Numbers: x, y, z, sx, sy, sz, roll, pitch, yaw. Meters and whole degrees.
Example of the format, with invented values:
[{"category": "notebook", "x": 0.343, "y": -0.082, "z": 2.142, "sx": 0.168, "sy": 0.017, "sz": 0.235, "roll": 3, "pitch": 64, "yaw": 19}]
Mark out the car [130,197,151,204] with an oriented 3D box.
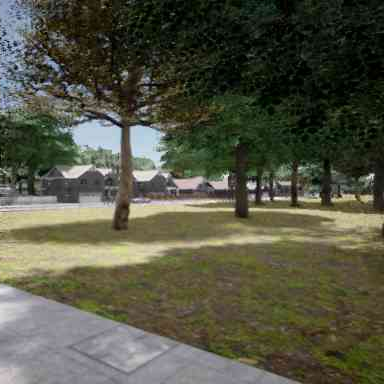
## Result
[{"category": "car", "x": -10.117, "y": 1.601, "z": 64.049, "sx": 1.895, "sy": 1.301, "sz": 4.718, "roll": 0, "pitch": 0, "yaw": 35}]
